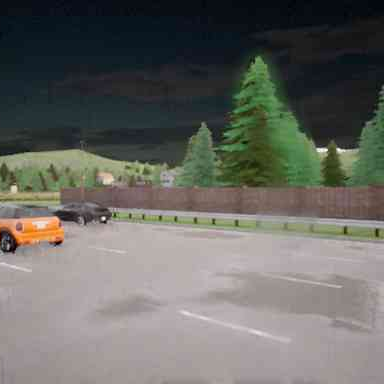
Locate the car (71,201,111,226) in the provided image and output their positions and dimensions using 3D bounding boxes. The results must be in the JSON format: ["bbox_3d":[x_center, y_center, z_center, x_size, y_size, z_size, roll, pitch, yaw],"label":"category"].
[{"bbox_3d":[-7.516,1.396,22.274,4.892,1.490,1.837,0,0,36],"label":"car"}]

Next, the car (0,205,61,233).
[{"bbox_3d":[-10.047,1.489,19.779,4.718,1.301,1.895,0,0,36],"label":"car"}]

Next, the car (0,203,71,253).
[{"bbox_3d":[-7.282,1.273,13.499,4.553,1.767,2.097,0,0,36],"label":"car"}]
